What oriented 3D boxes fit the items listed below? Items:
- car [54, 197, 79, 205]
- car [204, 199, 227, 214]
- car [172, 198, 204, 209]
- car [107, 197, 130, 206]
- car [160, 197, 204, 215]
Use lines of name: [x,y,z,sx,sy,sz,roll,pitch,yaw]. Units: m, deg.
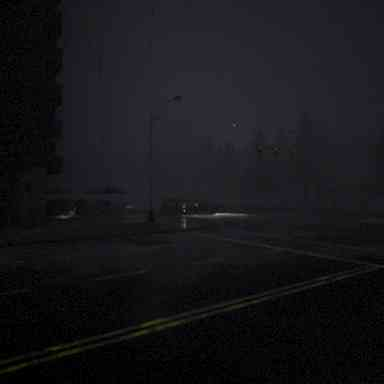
car: [-18.438,1.474,50.434,5.357,1.411,2.033,0,0,22]
car: [1.764,1.468,34.756,1.994,1.385,4.181,0,0,-36]
car: [-0.634,1.500,44.498,1.895,1.301,4.718,0,0,-36]
car: [-11.344,1.477,50.296,4.181,1.385,1.994,0,0,35]
car: [-1.244,1.265,32.951,2.097,1.767,4.553,0,0,-36]
